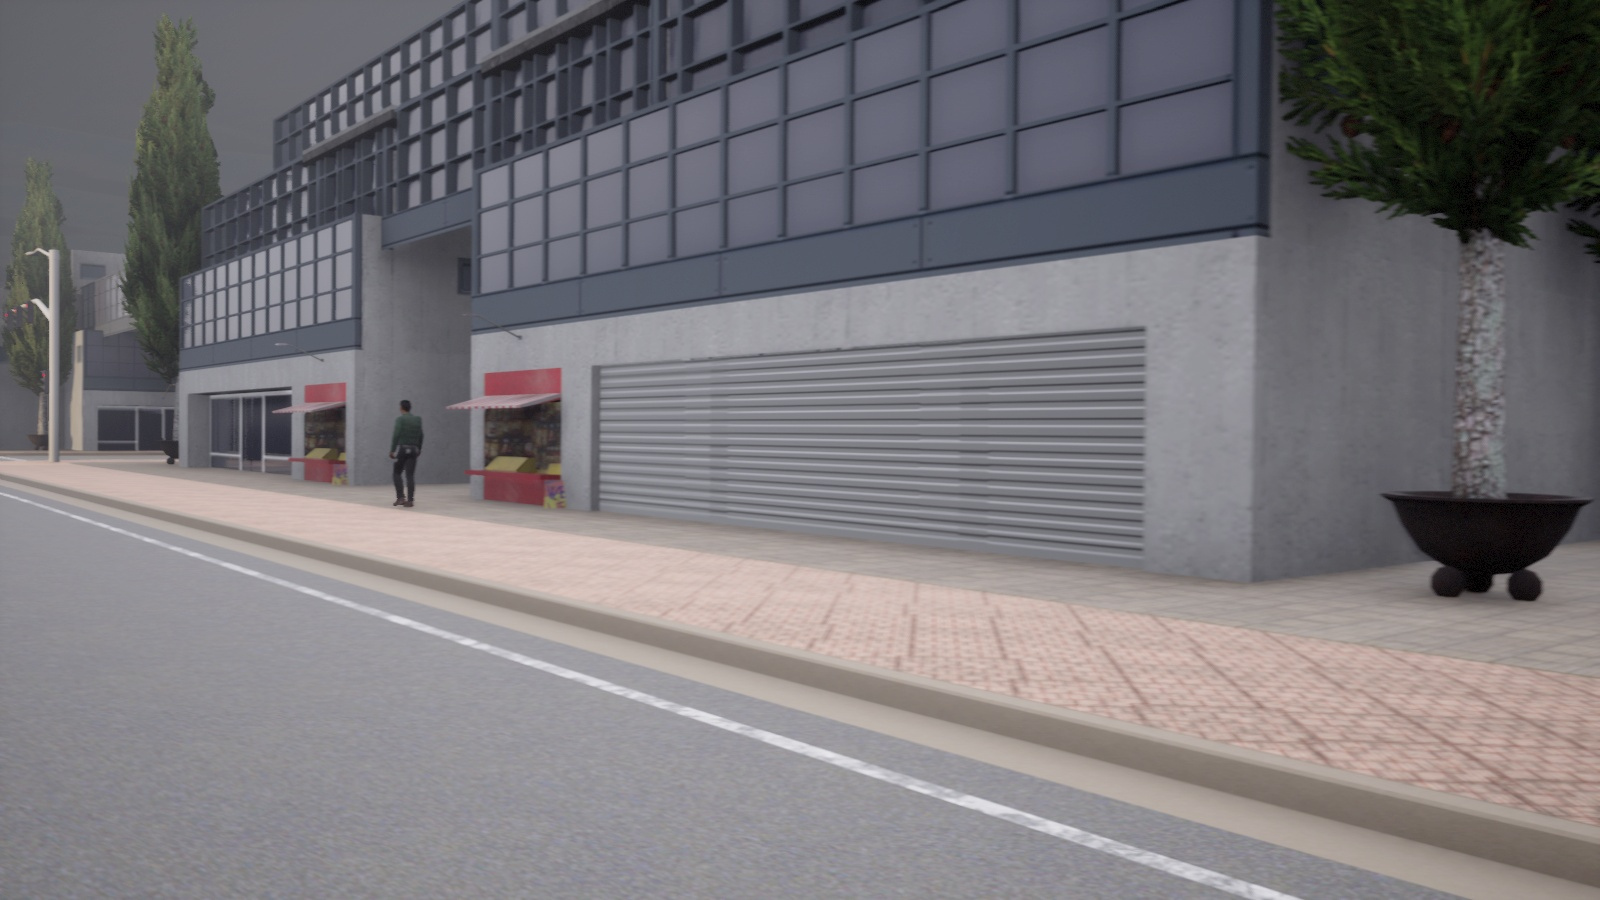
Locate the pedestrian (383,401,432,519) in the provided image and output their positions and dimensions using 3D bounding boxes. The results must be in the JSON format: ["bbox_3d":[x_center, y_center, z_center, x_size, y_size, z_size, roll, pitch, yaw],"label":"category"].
[{"bbox_3d":[-6.572,0.162,21.034,0.788,1.949,0.423,0,1,43],"label":"pedestrian"}]
